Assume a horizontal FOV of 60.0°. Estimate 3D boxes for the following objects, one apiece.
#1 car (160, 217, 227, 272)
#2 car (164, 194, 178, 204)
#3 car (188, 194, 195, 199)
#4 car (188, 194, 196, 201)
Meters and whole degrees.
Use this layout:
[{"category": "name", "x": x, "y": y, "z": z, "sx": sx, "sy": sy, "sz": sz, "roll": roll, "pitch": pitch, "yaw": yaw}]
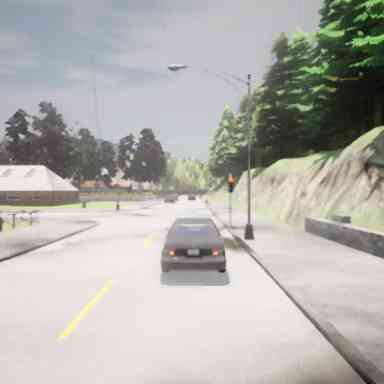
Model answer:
[{"category": "car", "x": 0.056, "y": 1.518, "z": 10.658, "sx": 2.033, "sy": 1.411, "sz": 5.357, "roll": 0, "pitch": 0, "yaw": 0}, {"category": "car", "x": -4.045, "y": 1.338, "z": 60.811, "sx": 1.837, "sy": 1.490, "sz": 4.892, "roll": 0, "pitch": 0, "yaw": 0}, {"category": "car", "x": -0.005, "y": 1.169, "z": 87.988, "sx": 1.812, "sy": 1.442, "sz": 4.674, "roll": 0, "pitch": 0, "yaw": 0}, {"category": "car", "x": -0.004, "y": 1.305, "z": 77.628, "sx": 2.128, "sy": 1.511, "sz": 4.902, "roll": 0, "pitch": 0, "yaw": 0}]
